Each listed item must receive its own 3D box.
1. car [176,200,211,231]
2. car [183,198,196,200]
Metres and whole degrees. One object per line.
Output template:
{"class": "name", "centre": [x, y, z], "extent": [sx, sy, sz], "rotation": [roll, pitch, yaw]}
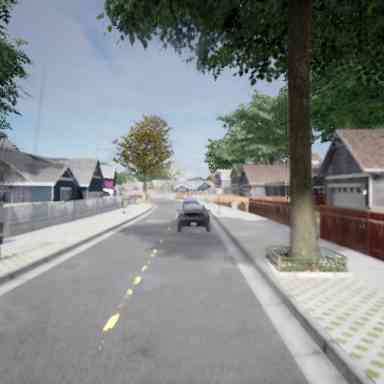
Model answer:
{"class": "car", "centre": [0.097, 1.455, 20.182], "extent": [1.837, 1.490, 4.892], "rotation": [0, 0, 0]}
{"class": "car", "centre": [-0.252, 1.383, 38.596], "extent": [1.882, 1.535, 5.008], "rotation": [0, 0, -3]}
